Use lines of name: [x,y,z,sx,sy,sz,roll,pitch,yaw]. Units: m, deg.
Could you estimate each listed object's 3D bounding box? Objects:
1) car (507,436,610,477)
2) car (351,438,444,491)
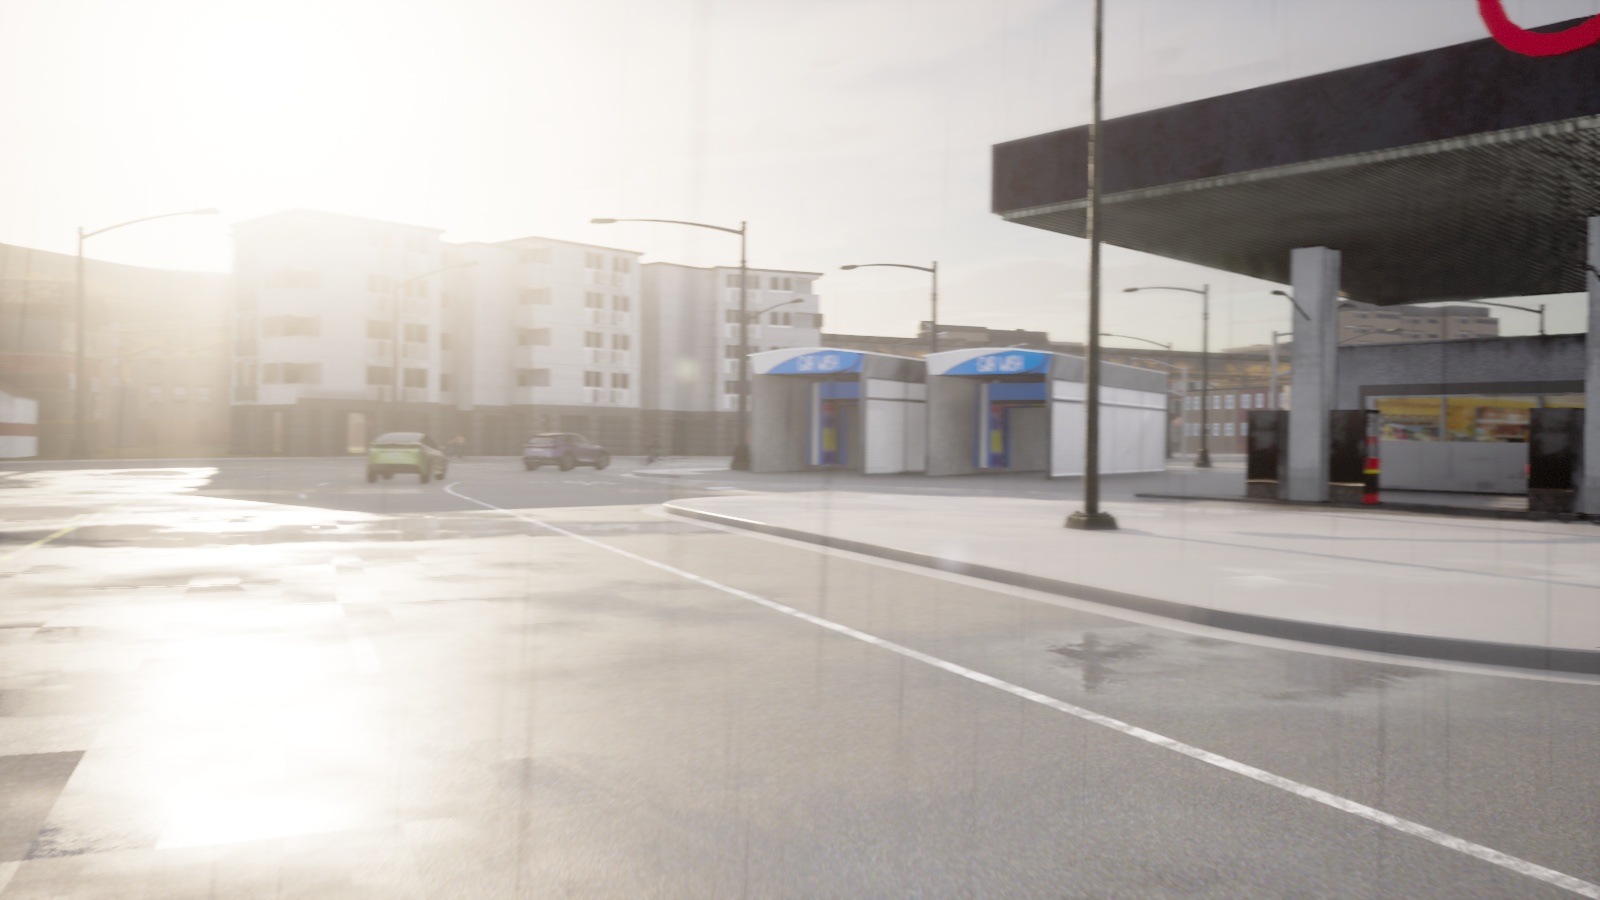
car: [-10.252,0.242,53.704,2.033,1.649,4.856,0,0,21]
car: [-12.370,0.402,38.859,2.007,1.525,4.514,0,1,-8]
